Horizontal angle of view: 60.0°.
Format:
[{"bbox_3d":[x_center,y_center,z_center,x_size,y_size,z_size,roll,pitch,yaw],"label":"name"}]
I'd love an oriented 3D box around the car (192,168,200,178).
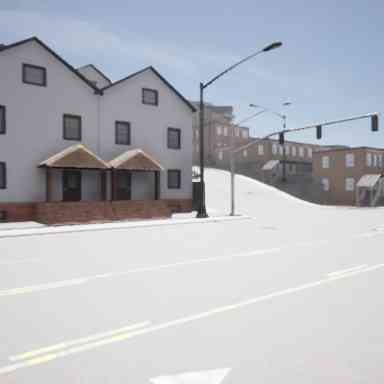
[{"bbox_3d":[-0.589,-2.981,48.099,1.895,1.301,4.718,0,16,-36],"label":"car"}]
